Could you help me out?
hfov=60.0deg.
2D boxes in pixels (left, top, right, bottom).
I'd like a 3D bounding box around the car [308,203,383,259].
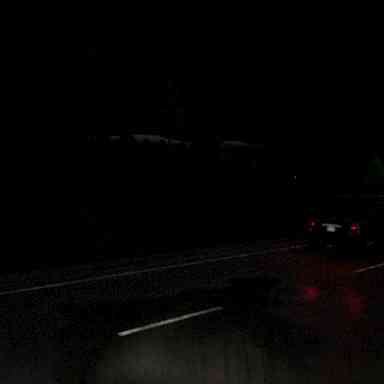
[{"bbox_3d":[6.459,1.268,12.502,4.553,1.767,2.097,-1,0,-35],"label":"car"}]
